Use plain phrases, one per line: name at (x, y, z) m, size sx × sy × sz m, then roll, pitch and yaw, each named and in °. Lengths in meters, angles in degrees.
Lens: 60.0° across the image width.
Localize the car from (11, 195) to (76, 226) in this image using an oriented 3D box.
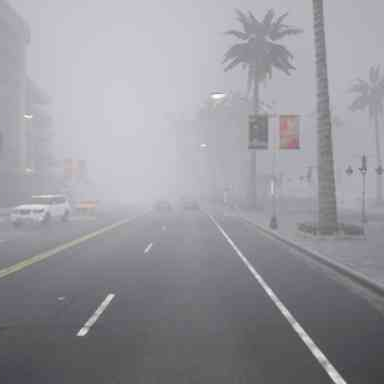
car at (-10.515, 1.232, 23.639) m, size 2.150 × 2.045 × 5.566 m, roll 0°, pitch 0°, yaw 0°

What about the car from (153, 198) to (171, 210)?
car at (-3.667, 1.583, 42.670) m, size 1.994 × 1.385 × 4.181 m, roll 0°, pitch 0°, yaw -4°

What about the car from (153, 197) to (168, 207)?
car at (-4.989, 1.587, 52.482) m, size 1.994 × 1.385 × 4.181 m, roll 0°, pitch 0°, yaw -12°

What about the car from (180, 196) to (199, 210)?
car at (-0.200, 1.582, 42.102) m, size 1.994 × 1.385 × 4.181 m, roll 0°, pitch 0°, yaw -4°

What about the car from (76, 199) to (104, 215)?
car at (-10.505, 1.493, 34.090) m, size 1.882 × 1.535 × 5.008 m, roll 0°, pitch 0°, yaw 0°

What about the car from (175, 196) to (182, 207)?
car at (-1.340, 1.375, 51.939) m, size 2.097 × 1.767 × 4.553 m, roll 0°, pitch 0°, yaw -12°
